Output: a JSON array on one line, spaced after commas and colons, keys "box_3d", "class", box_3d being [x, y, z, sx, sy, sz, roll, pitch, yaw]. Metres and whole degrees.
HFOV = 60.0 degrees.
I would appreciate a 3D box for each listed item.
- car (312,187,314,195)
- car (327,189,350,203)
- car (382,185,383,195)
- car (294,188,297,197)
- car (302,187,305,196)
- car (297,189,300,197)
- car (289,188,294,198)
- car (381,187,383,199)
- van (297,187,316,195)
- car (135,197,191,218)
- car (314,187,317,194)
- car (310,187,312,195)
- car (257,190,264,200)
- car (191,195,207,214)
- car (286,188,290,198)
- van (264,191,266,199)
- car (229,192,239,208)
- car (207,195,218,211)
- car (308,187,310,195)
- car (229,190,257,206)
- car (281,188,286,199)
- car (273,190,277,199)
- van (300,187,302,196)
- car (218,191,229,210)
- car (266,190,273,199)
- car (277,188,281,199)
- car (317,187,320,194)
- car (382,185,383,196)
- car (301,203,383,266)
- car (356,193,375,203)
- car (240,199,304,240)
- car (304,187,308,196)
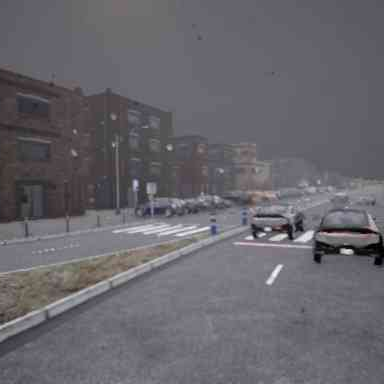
[{"box_3d": [26.880, 0.137, 82.221, 4.674, 1.452, 2.002, -1, 0, 29], "class": "car"}, {"box_3d": [19.215, 0.687, 43.203, 1.812, 1.442, 4.674, -1, 1, 30], "class": "car"}, {"box_3d": [43.710, -0.536, 71.013, 5.566, 2.045, 2.435, -1, 0, 29], "class": "car"}, {"box_3d": [17.411, 0.474, 65.409, 4.892, 1.521, 2.231, -1, 1, 29], "class": "car"}, {"box_3d": [21.469, 0.345, 72.614, 4.674, 1.452, 2.002, -1, 1, 29], "class": "car"}, {"box_3d": [18.764, 0.417, 67.809, 4.892, 1.521, 2.231, -1, 1, 29], "class": "car"}, {"box_3d": [16.057, 0.532, 63.008, 4.892, 1.521, 2.231, -1, 1, 29], "class": "car"}, {"box_3d": [27.374, 0.170, 42.092, 5.566, 2.045, 2.435, -1, 1, 29], "class": "car"}, {"box_3d": [30.837, -0.270, 89.480, 4.442, 1.987, 1.878, -1, 0, 29], "class": "van"}, {"box_3d": [-2.881, 1.265, 29.369, 4.553, 1.767, 2.185, -1, 0, 29], "class": "car"}, {"box_3d": [28.231, 0.048, 84.625, 5.008, 1.535, 2.097, -1, 0, 29], "class": "car"}, {"box_3d": [25.503, 0.178, 79.834, 4.792, 1.488, 2.163, -1, 0, 29], "class": "car"}, {"box_3d": [6.737, 0.960, 46.111, 5.366, 1.575, 1.946, -1, 1, 29], "class": "car"}, {"box_3d": [-1.553, 1.338, 31.794, 5.008, 1.535, 2.097, -1, 0, 29], "class": "car"}, {"box_3d": [14.703, 0.591, 60.607, 4.892, 1.521, 2.231, -1, 1, 29], "class": "car"}, {"box_3d": [8.025, 0.674, 48.544, 4.442, 1.987, 1.878, -1, 1, 29], "class": "van"}, {"box_3d": [2.510, 1.162, 39.002, 4.892, 1.521, 2.231, -1, 1, 29], "class": "car"}, {"box_3d": [-0.192, 1.319, 34.191, 4.674, 1.452, 2.002, -1, 1, 29], "class": "car"}, {"box_3d": [24.179, 0.200, 77.414, 4.892, 1.521, 2.231, -1, 0, 29], "class": "car"}, {"box_3d": [5.190, 0.780, 43.812, 5.566, 2.045, 2.435, -1, 1, 29], "class": "car"}, {"box_3d": [13.368, 0.524, 58.192, 4.553, 1.767, 2.185, -1, 1, 29], "class": "car"}, {"box_3d": [10.606, 0.649, 53.420, 4.553, 1.767, 2.185, -1, 1, 29], "class": "car"}, {"box_3d": [20.269, 0.130, 70.262, 4.442, 1.987, 1.878, -1, 1, 29], "class": "van"}, {"box_3d": [1.183, 1.095, 36.577, 4.553, 1.767, 2.185, -1, 1, 29], "class": "car"}, {"box_3d": [9.278, 0.837, 51.008, 5.008, 1.535, 2.097, -1, 1, 29], "class": "car"}, {"box_3d": [11.959, 0.587, 55.821, 4.553, 1.767, 2.185, -1, 1, 29], "class": "car"}, {"box_3d": [29.558, -0.251, 87.035, 5.566, 2.045, 2.435, -1, 0, 29], "class": "car"}, {"box_3d": [39.611, -0.375, 63.758, 5.566, 2.045, 2.435, -1, 0, 29], "class": "car"}, {"box_3d": [5.074, 1.318, 10.965, 2.128, 1.511, 4.902, -1, 0, 25], "class": "car"}, {"box_3d": [20.400, 0.775, 39.063, 1.895, 1.301, 4.718, -1, 1, 30], "class": "car"}, {"box_3d": [4.226, 1.308, 15.989, 2.128, 1.511, 4.902, -1, 0, 27], "class": "car"}, {"box_3d": [22.659, 0.253, 75.108, 5.366, 1.575, 1.946, -1, 0, 29], "class": "car"}]
